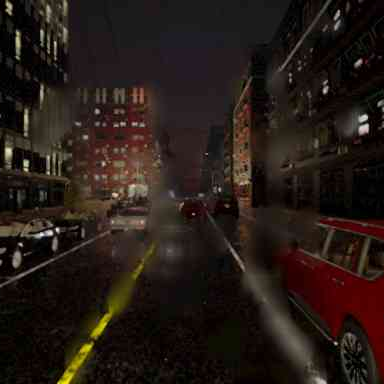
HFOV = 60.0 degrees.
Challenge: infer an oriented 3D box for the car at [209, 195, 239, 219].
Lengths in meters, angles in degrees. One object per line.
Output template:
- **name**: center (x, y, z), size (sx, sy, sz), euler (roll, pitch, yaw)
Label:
- **car**: center (2.674, 1.168, 27.525), size (2.192, 1.841, 5.009), euler (1, 0, 0)

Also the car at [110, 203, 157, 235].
- **car**: center (-3.099, 1.503, 18.159), size (1.895, 1.301, 4.718), euler (0, 0, 0)

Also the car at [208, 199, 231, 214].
- **car**: center (2.671, 1.388, 33.183), size (1.947, 1.339, 4.313), euler (1, 0, 0)

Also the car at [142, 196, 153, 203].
- **car**: center (-5.674, 1.231, 38.877), size (1.967, 1.590, 4.097), euler (1, 0, 0)

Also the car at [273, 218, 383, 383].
- **car**: center (2.672, 1.288, 4.900), size (2.192, 1.841, 5.009), euler (1, 0, 0)

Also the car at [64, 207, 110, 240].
- **car**: center (-5.677, 1.464, 16.253), size (2.008, 1.369, 4.403), euler (1, 0, 0)

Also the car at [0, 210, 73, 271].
- **car**: center (-5.678, 1.494, 10.596), size (2.008, 1.369, 4.403), euler (1, 0, 0)

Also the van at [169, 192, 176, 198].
- **van**: center (-5.669, 0.836, 93.787), size (1.690, 1.788, 3.998), euler (1, 0, 0)

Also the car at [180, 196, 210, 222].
- **car**: center (0.103, 1.342, 25.270), size (1.882, 1.535, 5.008), euler (0, 0, 0)

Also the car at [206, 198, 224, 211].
- **car**: center (2.671, 1.373, 38.840), size (1.802, 1.307, 4.206), euler (1, 0, 0)

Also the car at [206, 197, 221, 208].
- **car**: center (2.841, 1.342, 44.496), size (1.802, 1.307, 4.206), euler (1, 0, 0)

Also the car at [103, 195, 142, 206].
- **car**: center (-5.675, 1.292, 27.564), size (1.967, 1.590, 4.097), euler (1, 0, 0)

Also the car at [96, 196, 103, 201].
- **car**: center (-18.705, 1.326, 72.880), size (4.313, 1.339, 1.947), euler (0, 0, 0)

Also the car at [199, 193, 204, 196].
- **car**: center (2.708, 1.019, 93.918), size (1.752, 1.417, 4.829), euler (1, 0, 0)
